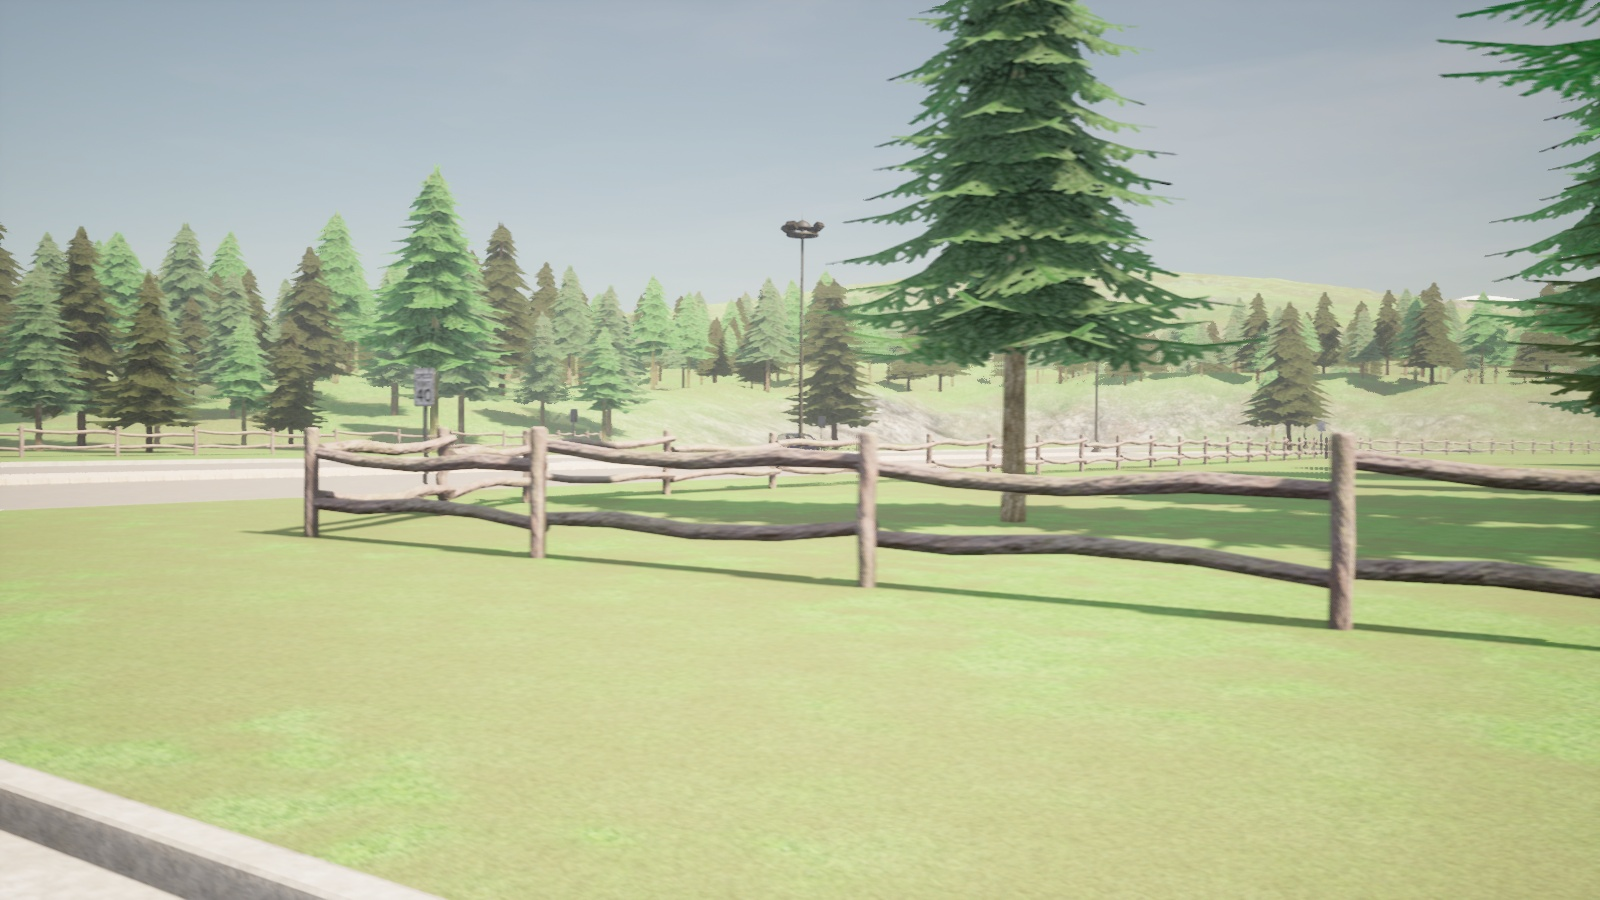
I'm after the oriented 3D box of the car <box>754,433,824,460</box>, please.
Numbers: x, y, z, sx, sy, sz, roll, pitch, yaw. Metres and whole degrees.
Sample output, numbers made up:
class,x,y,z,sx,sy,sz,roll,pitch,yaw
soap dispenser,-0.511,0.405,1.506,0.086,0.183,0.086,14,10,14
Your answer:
class,x,y,z,sx,sy,sz,roll,pitch,yaw
car,-0.581,-0.210,70.354,1.816,1.474,4.193,0,1,34
